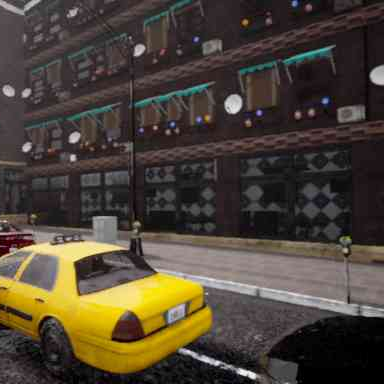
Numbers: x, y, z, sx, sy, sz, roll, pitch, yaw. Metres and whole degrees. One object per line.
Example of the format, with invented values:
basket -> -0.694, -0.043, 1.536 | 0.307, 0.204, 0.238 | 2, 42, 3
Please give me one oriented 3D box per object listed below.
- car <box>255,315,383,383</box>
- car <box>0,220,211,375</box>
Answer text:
car -> 2.759, 1.514, 1.981 | 4.892, 1.490, 1.837 | 0, 0, 36
car -> -2.274, 1.476, 5.589 | 5.366, 1.575, 1.801 | 0, 0, 36
